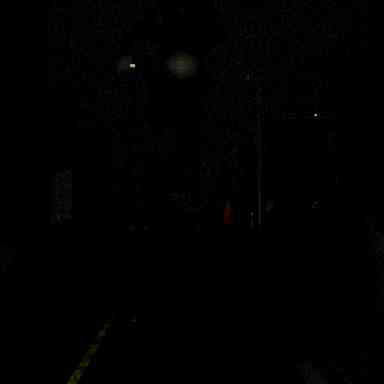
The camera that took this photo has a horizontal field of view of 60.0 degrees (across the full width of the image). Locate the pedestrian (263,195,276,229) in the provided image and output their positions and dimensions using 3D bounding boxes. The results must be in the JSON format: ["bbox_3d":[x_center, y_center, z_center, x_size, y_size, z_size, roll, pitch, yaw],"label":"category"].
[{"bbox_3d":[4.196,1.076,17.783,0.375,1.860,0.375,1,-1,0],"label":"pedestrian"}]

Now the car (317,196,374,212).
[{"bbox_3d":[15.653,1.283,33.582,4.892,1.490,1.837,-1,-1,-1],"label":"car"}]

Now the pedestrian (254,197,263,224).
[{"bbox_3d":[3.748,1.121,18.417,0.375,1.860,0.375,1,-1,0],"label":"pedestrian"}]

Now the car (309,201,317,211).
[{"bbox_3d":[15.339,1.201,36.831,4.553,1.767,2.097,-1,-1,-1],"label":"car"}]

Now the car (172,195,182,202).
[{"bbox_3d":[-3.117,1.341,71.007,1.882,1.535,5.008,0,0,-1],"label":"car"}]

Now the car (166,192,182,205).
[{"bbox_3d":[-3.038,1.122,55.447,2.150,2.045,5.566,0,0,0],"label":"car"}]

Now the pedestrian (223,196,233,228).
[{"bbox_3d":[2.004,1.118,18.961,0.375,1.860,0.375,1,-1,0],"label":"pedestrian"}]
